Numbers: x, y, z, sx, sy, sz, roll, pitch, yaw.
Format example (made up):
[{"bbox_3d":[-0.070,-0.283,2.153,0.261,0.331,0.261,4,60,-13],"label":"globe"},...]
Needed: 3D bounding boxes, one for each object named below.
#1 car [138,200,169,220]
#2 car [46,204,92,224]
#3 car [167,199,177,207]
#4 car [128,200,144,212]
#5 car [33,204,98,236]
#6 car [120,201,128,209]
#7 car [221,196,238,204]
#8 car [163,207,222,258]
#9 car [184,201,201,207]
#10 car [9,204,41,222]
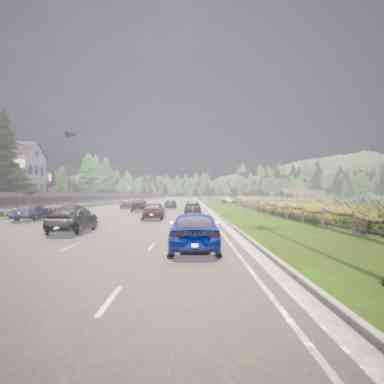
[{"bbox_3d":[-3.412,1.767,30.230,1.812,1.442,4.674,0,0,0],"label":"car"},{"bbox_3d":[-10.411,1.781,28.703,2.033,1.411,5.357,0,0,0],"label":"car"},{"bbox_3d":[-3.423,1.922,54.139,2.128,1.511,4.902,0,0,0],"label":"car"},{"bbox_3d":[-6.916,1.861,44.507,1.837,1.490,4.892,0,0,0],"label":"car"},{"bbox_3d":[-6.908,1.649,19.361,2.128,1.511,4.902,0,0,0],"label":"car"},{"bbox_3d":[-10.422,2.038,54.499,1.895,1.301,4.718,0,0,0],"label":"car"},{"bbox_3d":[8.888,1.831,78.723,3.866,1.878,1.905,0,0,0],"label":"car"},{"bbox_3d":[0.094,1.583,13.242,1.882,1.535,5.008,0,0,0],"label":"car"},{"bbox_3d":[0.085,1.807,39.745,2.128,1.511,4.902,0,0,0],"label":"car"},{"bbox_3d":[-13.913,1.787,29.250,2.033,1.411,5.357,0,0,0],"label":"car"}]
